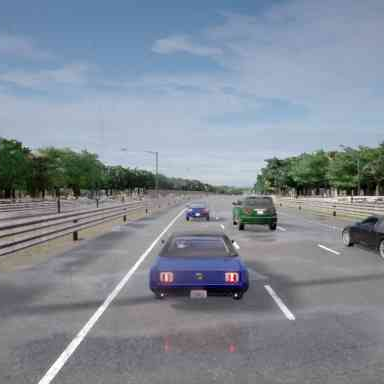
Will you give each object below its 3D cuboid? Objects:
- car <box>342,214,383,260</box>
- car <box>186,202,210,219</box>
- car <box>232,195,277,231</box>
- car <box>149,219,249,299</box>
[{"bbox_3d":[7.196,1.525,12.098,1.812,1.442,4.674,0,0,1],"label":"car"},{"bbox_3d":[0.484,1.526,27.252,1.812,1.442,4.674,0,0,1],"label":"car"},{"bbox_3d":[3.828,1.222,20.953,2.150,2.045,5.566,0,0,2],"label":"car"},{"bbox_3d":[0.148,1.600,8.369,1.895,1.301,4.718,0,0,0],"label":"car"}]
